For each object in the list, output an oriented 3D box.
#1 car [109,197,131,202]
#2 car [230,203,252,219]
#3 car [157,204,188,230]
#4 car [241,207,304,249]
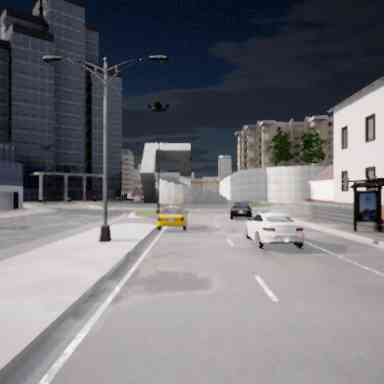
[{"bbox_3d":[-17.615,1.959,81.719,2.033,1.411,5.357,0,0,45],"label":"car"},{"bbox_3d":[4.690,1.725,31.155,1.994,1.385,4.181,0,0,11],"label":"car"},{"bbox_3d":[-1.223,1.569,21.810,1.801,1.575,5.366,0,0,0],"label":"car"},{"bbox_3d":[3.586,1.603,14.954,1.812,1.442,4.674,0,0,0],"label":"car"}]
